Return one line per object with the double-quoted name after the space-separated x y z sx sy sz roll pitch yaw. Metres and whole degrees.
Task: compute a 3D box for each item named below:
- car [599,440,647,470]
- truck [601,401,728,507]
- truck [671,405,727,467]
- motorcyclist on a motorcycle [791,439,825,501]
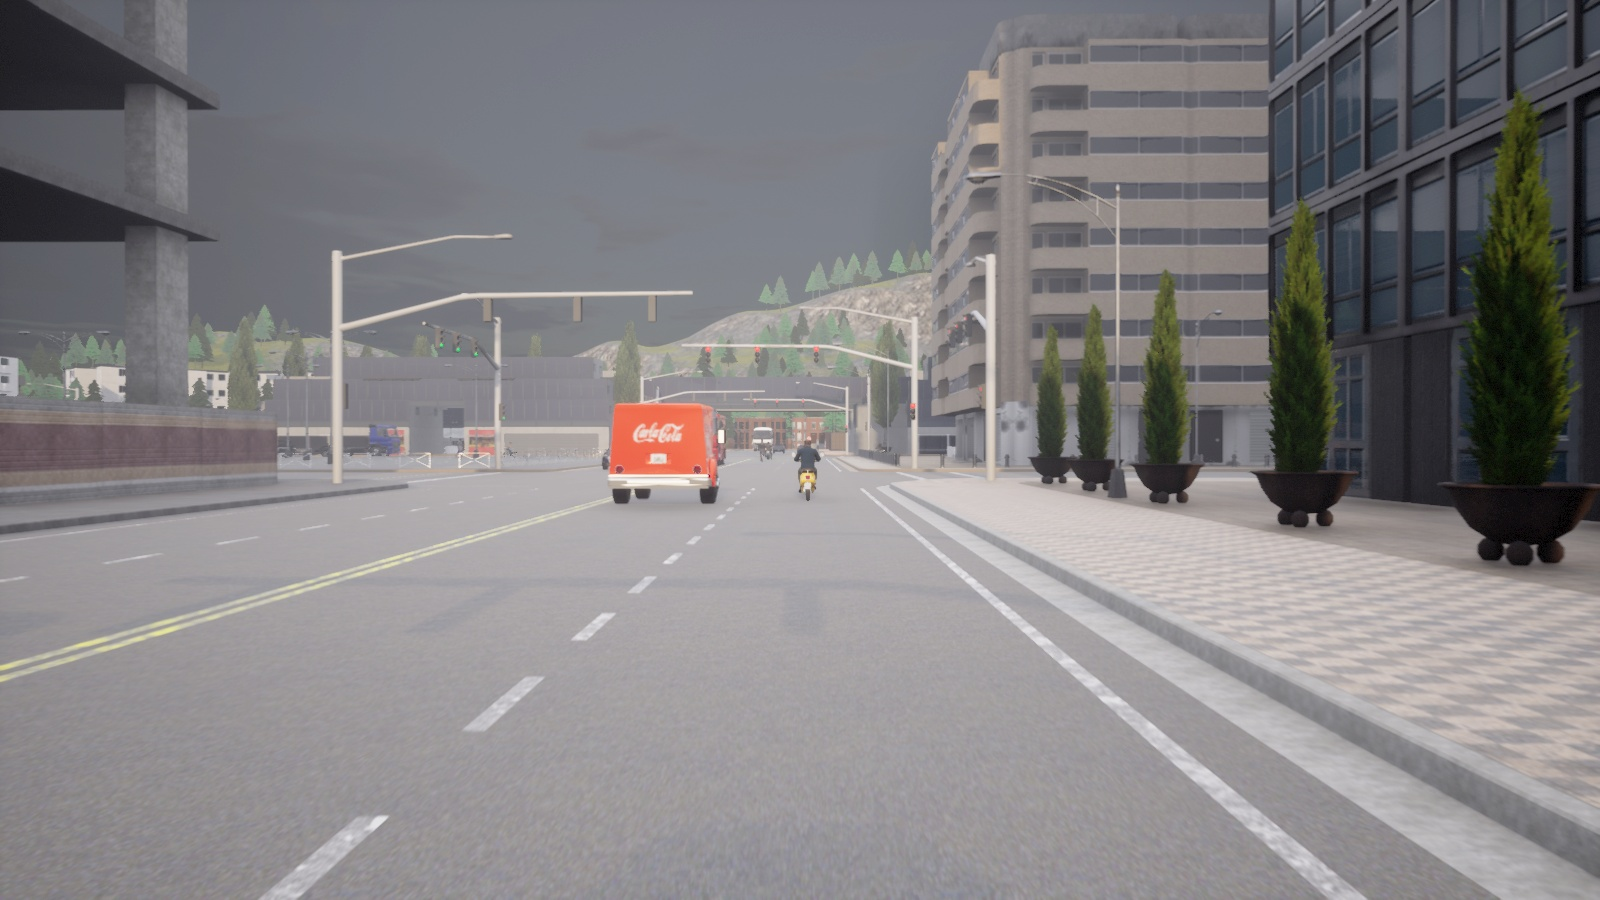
-10.078 0.265 71.669 2.033 1.649 4.856 0 0 0 "car"
-3.303 0.077 31.872 2.627 2.467 5.204 0 0 0 "truck"
-6.517 -0.886 82.130 2.891 3.827 8.468 0 0 0 "truck"
0.204 0.513 33.159 0.866 1.590 1.817 0 0 0 "motorcyclist on a motorcycle"
